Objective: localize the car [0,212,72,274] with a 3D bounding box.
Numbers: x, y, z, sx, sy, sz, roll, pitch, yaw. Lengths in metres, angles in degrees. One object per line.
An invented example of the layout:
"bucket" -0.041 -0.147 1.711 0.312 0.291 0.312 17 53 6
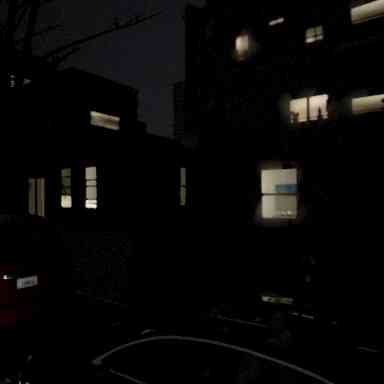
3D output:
"car" -4.144 1.274 5.848 5.009 1.841 2.192 0 0 36

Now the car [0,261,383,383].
"car" 0.367 1.544 2.625 4.403 1.369 2.008 0 0 36
